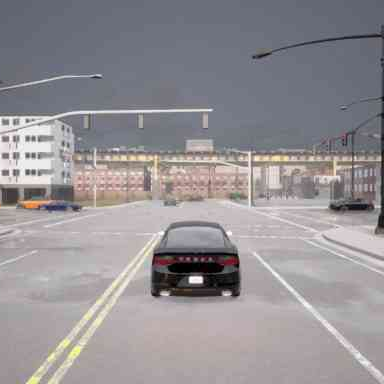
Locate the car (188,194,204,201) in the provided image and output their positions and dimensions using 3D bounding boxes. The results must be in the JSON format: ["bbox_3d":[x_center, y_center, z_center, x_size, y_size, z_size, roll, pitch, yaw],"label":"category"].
[{"bbox_3d":[1.416,1.355,80.901,2.097,1.767,4.553,0,0,23],"label":"car"}]

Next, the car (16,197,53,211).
[{"bbox_3d":[-18.793,1.352,40.335,4.553,1.767,2.097,0,0,1],"label":"car"}]

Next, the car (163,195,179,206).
[{"bbox_3d":[-3.569,1.505,54.848,1.837,1.490,4.892,0,0,0],"label":"car"}]

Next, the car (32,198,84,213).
[{"bbox_3d":[-14.561,1.599,36.745,4.718,1.301,1.895,0,0,1],"label":"car"}]

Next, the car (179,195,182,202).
[{"bbox_3d":[-3.545,1.478,64.061,1.882,1.535,5.008,0,0,1],"label":"car"}]

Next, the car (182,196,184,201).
[{"bbox_3d":[-3.478,1.355,74.114,2.097,1.767,4.553,0,0,2],"label":"car"}]

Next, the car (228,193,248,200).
[{"bbox_3d":[12.890,1.225,93.102,5.566,2.045,2.150,0,0,-24],"label":"car"}]

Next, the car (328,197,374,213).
[{"bbox_3d":[17.062,1.434,35.471,4.181,1.385,1.994,-1,0,1],"label":"car"}]

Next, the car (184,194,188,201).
[{"bbox_3d":[-1.081,1.355,83.959,2.097,1.767,4.553,0,0,23],"label":"car"}]

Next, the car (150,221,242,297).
[{"bbox_3d":[0.082,1.478,8.636,1.882,1.535,5.008,0,0,0],"label":"car"}]

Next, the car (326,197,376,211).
[{"bbox_3d":[18.531,1.347,38.943,4.902,1.511,2.128,-1,0,1],"label":"car"}]
